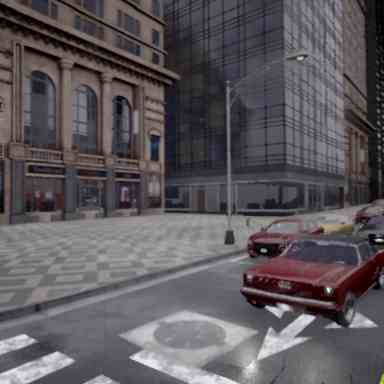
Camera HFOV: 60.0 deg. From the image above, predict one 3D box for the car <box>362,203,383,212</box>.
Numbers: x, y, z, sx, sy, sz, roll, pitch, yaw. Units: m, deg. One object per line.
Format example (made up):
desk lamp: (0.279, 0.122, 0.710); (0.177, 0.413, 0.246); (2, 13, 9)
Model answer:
car: (14.187, 1.818, 26.219); (1.887, 1.381, 4.507); (-1, -1, 38)

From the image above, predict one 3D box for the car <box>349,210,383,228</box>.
car: (8.581, 1.714, 14.582); (1.994, 1.385, 4.181); (-2, -1, 38)

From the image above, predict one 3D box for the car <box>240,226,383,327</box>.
car: (2.996, 1.701, 7.486); (1.895, 1.301, 4.718); (-2, -1, 39)

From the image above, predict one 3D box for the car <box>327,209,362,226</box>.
car: (7.150, 1.742, 17.225); (1.752, 1.417, 4.829); (-1, -1, 38)

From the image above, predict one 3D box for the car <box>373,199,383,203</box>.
car: (17.652, 1.614, 30.652); (2.192, 1.841, 5.009); (-1, -1, 38)

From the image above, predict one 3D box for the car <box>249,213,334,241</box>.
car: (3.790, 1.732, 12.928); (1.887, 1.381, 4.507); (-1, -1, 38)
